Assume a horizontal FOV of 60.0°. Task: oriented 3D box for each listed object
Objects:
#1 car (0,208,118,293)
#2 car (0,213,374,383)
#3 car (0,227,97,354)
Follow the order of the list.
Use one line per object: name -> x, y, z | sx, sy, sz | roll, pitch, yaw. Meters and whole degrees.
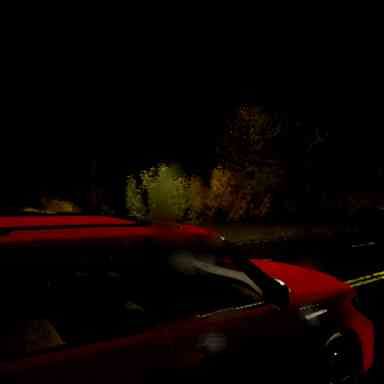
car -> -4.462, 1.361, 8.474 | 4.553, 1.767, 2.097 | 1, 0, -35
car -> -0.645, 1.229, 2.977 | 5.566, 2.045, 2.150 | 1, -1, -35
car -> -4.139, 1.470, 4.719 | 5.008, 1.535, 1.882 | 1, 0, -35
